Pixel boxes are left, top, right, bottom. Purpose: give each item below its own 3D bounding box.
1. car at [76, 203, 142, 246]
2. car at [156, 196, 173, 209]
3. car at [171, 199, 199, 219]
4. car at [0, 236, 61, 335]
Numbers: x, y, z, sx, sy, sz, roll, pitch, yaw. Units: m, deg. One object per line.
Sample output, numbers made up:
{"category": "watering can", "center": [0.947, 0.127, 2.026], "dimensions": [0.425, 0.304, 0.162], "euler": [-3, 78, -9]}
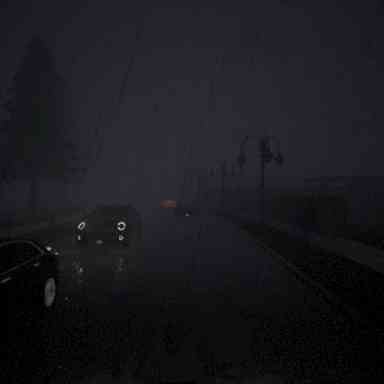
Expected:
{"category": "car", "center": [-3.581, 1.342, 15.046], "dimensions": [2.097, 1.767, 4.553], "euler": [0, 0, 0]}
{"category": "car", "center": [-3.513, 1.322, 44.607], "dimensions": [2.097, 1.767, 4.553], "euler": [0, 0, -14]}
{"category": "car", "center": [-0.592, 1.582, 28.893], "dimensions": [1.895, 1.301, 4.718], "euler": [0, 0, -6]}
{"category": "car", "center": [-3.595, 1.502, 4.940], "dimensions": [1.837, 1.490, 4.892], "euler": [0, 0, 0]}
